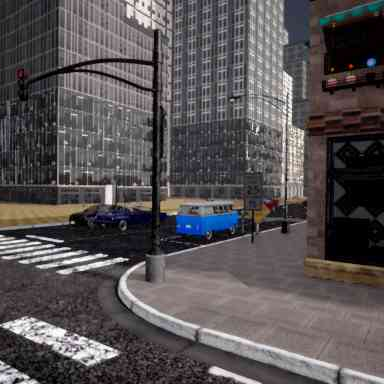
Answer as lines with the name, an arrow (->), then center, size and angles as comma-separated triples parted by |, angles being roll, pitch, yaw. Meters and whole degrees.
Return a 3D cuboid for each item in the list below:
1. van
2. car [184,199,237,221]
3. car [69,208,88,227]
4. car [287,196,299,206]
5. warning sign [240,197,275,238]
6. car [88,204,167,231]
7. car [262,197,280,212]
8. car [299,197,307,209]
van -> 0.904, 1.368, 16.983 | 1.690, 1.788, 3.998 | 1, 1, 35
car -> 1.678, 1.413, 28.044 | 2.128, 1.511, 4.902 | 1, 1, 35
car -> -5.921, 1.467, 21.852 | 1.947, 1.339, 4.313 | 1, 1, 35
car -> 16.469, 1.363, 53.243 | 1.752, 1.417, 4.829 | 1, 1, 35
warning sign -> 3.184, 1.177, 16.086 | 1.300, 1.860, 1.060 | 1, 1, 35
car -> -3.711, 1.540, 20.493 | 1.895, 1.301, 4.718 | 1, 1, 35
car -> 7.536, 1.505, 36.247 | 1.895, 1.301, 4.718 | 1, 1, 36
car -> 15.637, 1.415, 42.204 | 1.882, 1.535, 5.008 | 1, 1, 36
